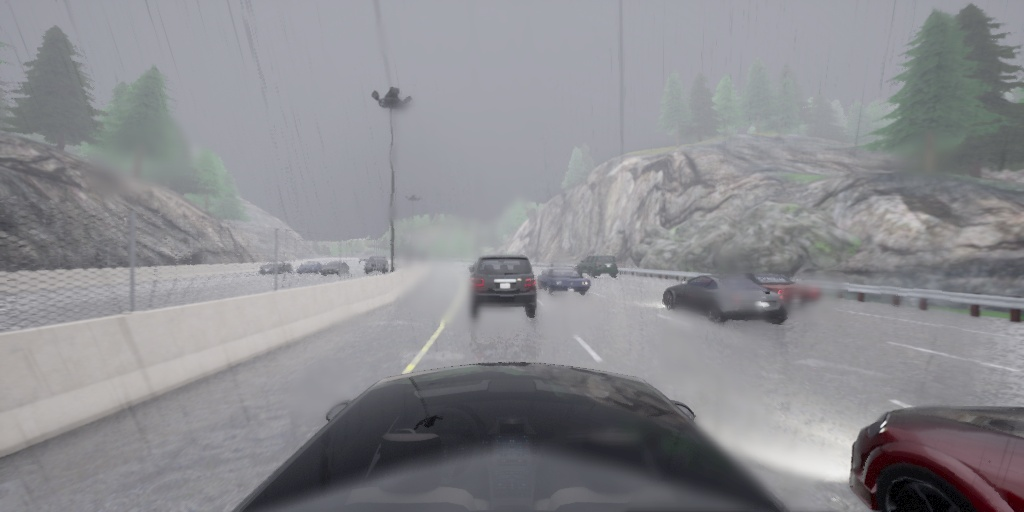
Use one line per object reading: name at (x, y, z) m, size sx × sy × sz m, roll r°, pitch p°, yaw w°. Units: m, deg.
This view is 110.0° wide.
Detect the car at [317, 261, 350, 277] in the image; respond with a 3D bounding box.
car at (-18.021, 1.292, 36.915) m, size 1.837 × 1.490 × 4.892 m, roll 0°, pitch 0°, yaw -12°

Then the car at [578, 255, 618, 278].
car at (7.823, 0.949, 33.236) m, size 2.150 × 2.045 × 5.566 m, roll 0°, pitch 0°, yaw -9°

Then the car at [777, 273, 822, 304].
car at (10.010, 1.326, 15.071) m, size 1.895 × 1.301 × 4.718 m, roll 0°, pitch 0°, yaw -4°

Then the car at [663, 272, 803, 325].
car at (6.701, 1.297, 11.745) m, size 1.994 × 1.385 × 4.181 m, roll 0°, pitch 0°, yaw -3°

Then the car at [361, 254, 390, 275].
car at (-15.339, 1.001, 41.012) m, size 2.150 × 2.045 × 5.566 m, roll 0°, pitch 0°, yaw -13°

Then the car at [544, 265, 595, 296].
car at (2.638, 1.342, 19.219) m, size 1.895 × 1.301 × 4.718 m, roll 0°, pitch 0°, yaw -6°

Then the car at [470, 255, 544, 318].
car at (-0.378, 0.970, 13.218) m, size 2.150 × 2.045 × 5.566 m, roll 0°, pitch 0°, yaw -4°

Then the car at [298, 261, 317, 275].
car at (-22.337, 1.320, 40.118) m, size 1.812 × 1.442 × 4.674 m, roll 0°, pitch 0°, yaw -13°

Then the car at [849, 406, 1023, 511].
car at (3.510, 1.306, 0.921) m, size 1.994 × 1.385 × 4.181 m, roll 0°, pitch 0°, yaw 0°

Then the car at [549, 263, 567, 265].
car at (4.223, 1.336, 33.537) m, size 1.895 × 1.301 × 4.718 m, roll 0°, pitch 0°, yaw -10°

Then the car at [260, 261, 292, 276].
car at (-25.714, 1.294, 39.219) m, size 2.128 × 1.511 × 4.902 m, roll 0°, pitch 0°, yaw -13°
